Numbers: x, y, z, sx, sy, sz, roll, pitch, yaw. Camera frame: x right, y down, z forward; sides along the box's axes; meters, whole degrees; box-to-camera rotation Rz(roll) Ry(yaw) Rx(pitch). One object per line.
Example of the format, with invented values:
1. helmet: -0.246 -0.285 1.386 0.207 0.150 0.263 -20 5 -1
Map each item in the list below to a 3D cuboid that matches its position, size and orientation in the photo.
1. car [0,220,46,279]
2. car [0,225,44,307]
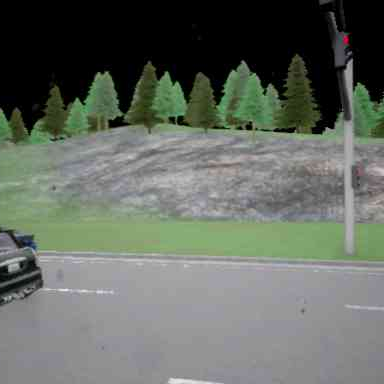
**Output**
1. car: -7.571 1.707 10.678 5.008 1.535 1.882 0 -2 8
2. car: -5.580 1.501 6.858 4.553 1.767 2.097 0 -1 9
